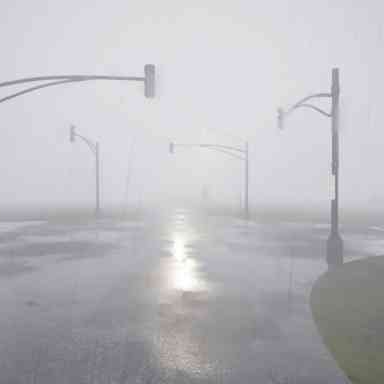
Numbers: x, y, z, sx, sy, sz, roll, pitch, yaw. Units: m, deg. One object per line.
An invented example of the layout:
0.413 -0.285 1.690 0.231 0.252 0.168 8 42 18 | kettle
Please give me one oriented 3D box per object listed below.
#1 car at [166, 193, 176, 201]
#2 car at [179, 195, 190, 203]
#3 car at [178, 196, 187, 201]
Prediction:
-4.633 1.013 73.958 2.097 1.767 4.553 0 0 -3 | car
-1.645 1.384 69.865 2.097 1.767 4.553 0 0 -3 | car
-2.251 1.559 79.939 1.895 1.301 4.718 0 0 -4 | car
